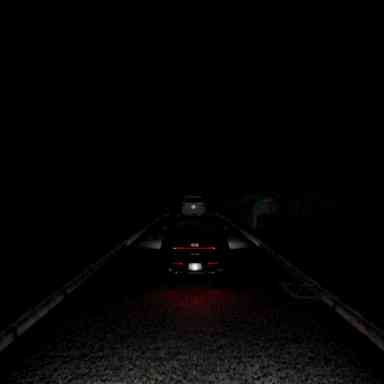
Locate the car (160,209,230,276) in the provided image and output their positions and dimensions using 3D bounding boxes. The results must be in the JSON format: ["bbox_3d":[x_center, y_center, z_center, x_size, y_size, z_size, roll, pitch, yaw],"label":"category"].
[{"bbox_3d":[0.086,1.501,10.319,1.837,1.490,4.892,0,1,0],"label":"car"}]

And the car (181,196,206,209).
[{"bbox_3d":[0.138,1.397,31.225,2.150,2.045,5.566,0,-1,0],"label":"car"}]
